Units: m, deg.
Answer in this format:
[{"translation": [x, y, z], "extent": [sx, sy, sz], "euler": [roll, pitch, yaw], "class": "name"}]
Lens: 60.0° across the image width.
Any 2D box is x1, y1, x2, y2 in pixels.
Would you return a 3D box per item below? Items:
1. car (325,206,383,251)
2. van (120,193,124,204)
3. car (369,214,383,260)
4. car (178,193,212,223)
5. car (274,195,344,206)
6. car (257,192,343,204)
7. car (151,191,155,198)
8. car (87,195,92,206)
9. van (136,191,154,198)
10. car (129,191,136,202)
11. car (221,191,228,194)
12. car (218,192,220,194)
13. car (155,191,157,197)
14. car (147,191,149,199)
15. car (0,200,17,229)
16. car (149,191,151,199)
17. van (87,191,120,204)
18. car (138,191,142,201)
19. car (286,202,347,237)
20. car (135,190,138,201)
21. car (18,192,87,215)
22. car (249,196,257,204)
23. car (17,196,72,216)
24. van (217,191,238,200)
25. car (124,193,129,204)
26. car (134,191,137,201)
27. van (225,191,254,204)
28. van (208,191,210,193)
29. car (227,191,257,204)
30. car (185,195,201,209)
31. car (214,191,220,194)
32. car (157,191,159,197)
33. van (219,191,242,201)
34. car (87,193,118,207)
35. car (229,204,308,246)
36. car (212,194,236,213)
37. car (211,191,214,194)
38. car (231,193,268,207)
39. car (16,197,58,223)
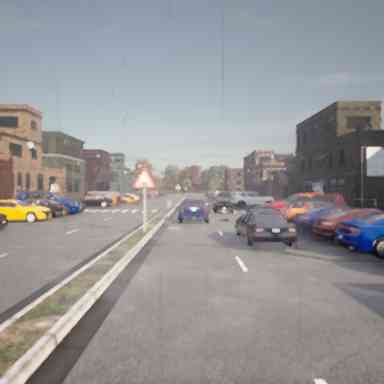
[{"translation": [7.633, 1.406, 11.577], "extent": [5.008, 1.535, 2.097], "euler": [0, 0, 0], "class": "car"}, {"translation": [-12.711, 0.909, 48.646], "extent": [4.442, 1.987, 1.878], "euler": [0, 0, 0], "class": "van"}, {"translation": [7.642, 1.461, 8.819], "extent": [4.674, 1.452, 2.002], "euler": [0, 0, 0], "class": "car"}, {"translation": [0.123, 1.202, 24.360], "extent": [2.097, 1.767, 4.553], "euler": [1, 1, 0], "class": "car"}, {"translation": [7.606, 1.238, 19.849], "extent": [4.553, 1.767, 2.185], "euler": [0, 0, 0], "class": "car"}, {"translation": [7.608, 1.097, 22.605], "extent": [5.566, 2.045, 2.435], "euler": [0, 0, 0], "class": "car"}, {"translation": [-12.545, 0.651, 81.996], "extent": [5.566, 2.045, 2.435], "euler": [0, 0, 0], "class": "car"}, {"translation": [-12.575, 1.288, 31.971], "extent": [4.792, 1.488, 2.163], "euler": [0, 0, 0], "class": "car"}, {"translation": [-12.454, 0.652, 87.553], "extent": [4.442, 1.987, 1.878], "euler": [0, 0, 0], "class": "van"}, {"translation": [-12.405, 1.088, 54.206], "extent": [5.366, 1.575, 1.946], "euler": [0, 0, 0], "class": "car"}, {"translation": [7.660, 0.906, 50.184], "extent": [5.566, 2.045, 2.435], "euler": [0, 1, 0], "class": "car"}, {"translation": [7.627, 1.104, 61.216], "extent": [4.674, 1.452, 2.002], "euler": [0, 0, 0], "class": "car"}, {"translation": [-12.387, 0.887, 84.775], "extent": [5.366, 1.575, 1.946], "euler": [0, 0, 0], "class": "car"}, {"translation": [-12.576, 0.988, 73.660], "extent": [4.674, 1.452, 2.002], "euler": [0, 0, 0], "class": "car"}, {"translation": [-12.625, 1.354, 17.957], "extent": [5.008, 1.535, 2.097], "euler": [0, 0, 0], "class": "car"}, {"translation": [-12.571, 0.933, 76.438], "extent": [4.892, 1.521, 2.231], "euler": [0, 0, 0], "class": "car"}, {"translation": [-12.713, 0.930, 45.867], "extent": [4.442, 1.987, 1.878], "euler": [0, 0, 0], "class": "van"}, {"translation": [-12.581, 1.026, 62.546], "extent": [5.008, 1.535, 2.097], "euler": [0, 0, 0], "class": "car"}, {"translation": [7.635, 1.417, 17.222], "extent": [4.674, 1.452, 2.002], "euler": [0, 0, 0], "class": "car"}, {"translation": [-12.619, 0.921, 59.763], "extent": [4.553, 1.767, 2.185], "euler": [0, 0, 0], "class": "car"}, {"translation": [-12.577, 1.027, 29.189], "extent": [5.566, 2.045, 2.435], "euler": [0, 0, 0], "class": "car"}, {"translation": [7.606, 1.347, 28.123], "extent": [4.792, 1.488, 2.163], "euler": [0, 0, 0], "class": "car"}, {"translation": [-12.601, 1.298, 26.412], "extent": [4.892, 1.521, 2.231], "euler": [0, 0, 0], "class": "car"}, {"translation": [7.744, 0.756, 72.243], "extent": [4.442, 1.987, 1.878], "euler": [0, 0, 0], "class": "van"}, {"translation": [-12.595, 1.153, 51.427], "extent": [4.674, 1.452, 2.002], "euler": [0, 0, 0], "class": "car"}, {"translation": [-12.584, 1.069, 56.986], "extent": [5.008, 1.535, 2.097], "euler": [0, 0, 0], "class": "car"}, {"translation": [7.515, 0.908, 52.942], "extent": [4.442, 1.987, 1.878], "euler": [0, 0, 0], "class": "van"}, {"translation": [7.506, 0.643, 94.177], "extent": [4.442, 1.987, 1.878], "euler": [0, 0, 0], "class": "van"}, {"translation": [7.662, 0.972, 41.909], "extent": [5.566, 2.045, 2.435], "euler": [0, 0, 0], "class": "car"}, {"translation": [0.092, 1.225, 41.334], "extent": [1.882, 1.535, 5.008], "euler": [0, 1, 0], "class": "car"}, {"translation": [7.444, 1.039, 63.973], "extent": [5.366, 1.575, 1.946], "euler": [0, 0, 0], "class": "car"}, {"translation": [-12.540, 0.615, 90.330], "extent": [5.566, 2.045, 2.435], "euler": [0, 0, 0], "class": "car"}, {"translation": [7.746, 0.795, 66.730], "extent": [4.442, 1.987, 1.878], "euler": [0, 0, 0], "class": "van"}, {"translation": [-12.591, 1.178, 43.089], "extent": [4.892, 1.521, 2.231], "euler": [0, 0, 0], "class": "car"}, {"translation": [3.098, 1.456, 14.780], "extent": [2.033, 1.411, 5.357], "euler": [0, 0, 0], "class": "car"}, {"translation": [3.091, 1.303, 34.241], "extent": [1.837, 1.490, 4.892], "euler": [0, 0, 0], "class": "car"}, {"translation": [7.656, 0.712, 75.001], "extent": [5.566, 2.045, 2.435], "euler": [0, 0, 0], "class": "car"}, {"translation": [7.664, 1.077, 44.545], "extent": [4.553, 1.767, 2.185], "euler": [0, 0, 0], "class": "car"}, {"translation": [-12.614, 1.316, 23.632], "extent": [5.008, 1.535, 2.097], "euler": [0, 0, 0], "class": "car"}]
